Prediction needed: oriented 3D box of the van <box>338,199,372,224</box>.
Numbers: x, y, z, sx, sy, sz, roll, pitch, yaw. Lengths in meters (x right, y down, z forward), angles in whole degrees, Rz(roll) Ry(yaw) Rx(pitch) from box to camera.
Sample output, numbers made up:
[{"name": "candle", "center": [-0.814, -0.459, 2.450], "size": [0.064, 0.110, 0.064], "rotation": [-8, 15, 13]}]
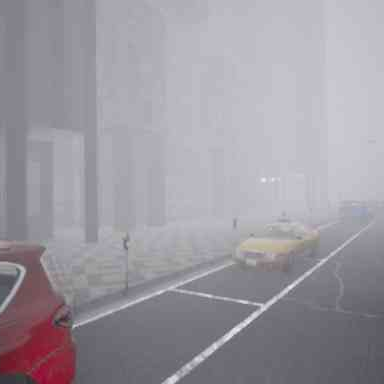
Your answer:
[{"name": "van", "center": [12.389, 1.462, 25.473], "size": [1.690, 1.788, 3.998], "rotation": [-1, -1, 33]}]

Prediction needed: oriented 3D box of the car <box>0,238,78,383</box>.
[{"name": "car", "center": [-3.083, 1.392, 1.906], "size": [2.192, 1.841, 5.009], "rotation": [-1, -1, 33]}]

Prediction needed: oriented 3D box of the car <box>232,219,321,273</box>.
[{"name": "car", "center": [2.994, 1.616, 11.156], "size": [1.752, 1.417, 4.829], "rotation": [-1, 0, 34]}]

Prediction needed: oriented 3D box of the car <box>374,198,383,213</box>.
[{"name": "car", "center": [21.674, 1.615, 39.615], "size": [1.967, 1.590, 4.097], "rotation": [-1, -1, 33]}]

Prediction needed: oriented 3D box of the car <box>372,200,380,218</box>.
[{"name": "car", "center": [15.487, 1.702, 30.185], "size": [1.947, 1.339, 4.313], "rotation": [-1, -1, 33]}]
